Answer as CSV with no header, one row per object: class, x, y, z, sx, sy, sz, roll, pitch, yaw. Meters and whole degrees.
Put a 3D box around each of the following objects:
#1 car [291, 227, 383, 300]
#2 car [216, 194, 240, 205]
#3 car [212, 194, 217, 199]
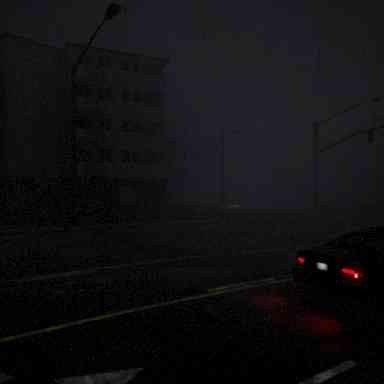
car,4.877,1.544,7.807,5.357,1.411,2.033,0,0,-26
car,6.654,1.353,58.832,2.097,1.767,4.553,0,0,-20
car,5.725,1.143,74.223,1.812,1.442,4.674,0,0,15
